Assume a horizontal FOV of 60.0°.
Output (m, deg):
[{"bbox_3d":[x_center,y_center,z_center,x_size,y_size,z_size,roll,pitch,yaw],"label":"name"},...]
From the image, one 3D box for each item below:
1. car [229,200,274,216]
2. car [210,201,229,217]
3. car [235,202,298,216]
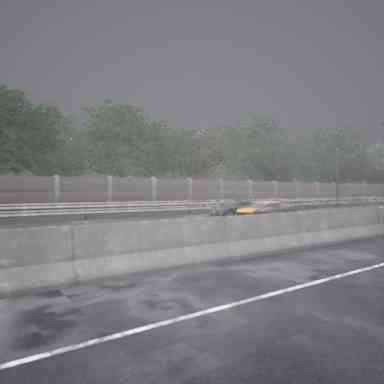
[{"bbox_3d":[5.500,1.431,25.115,5.008,1.535,1.882,0,0,-35],"label":"car"},{"bbox_3d":[3.715,1.458,28.140,4.892,1.490,1.837,0,0,-35],"label":"car"},{"bbox_3d":[5.007,1.525,20.464,4.181,1.385,1.994,0,0,-35],"label":"car"}]
